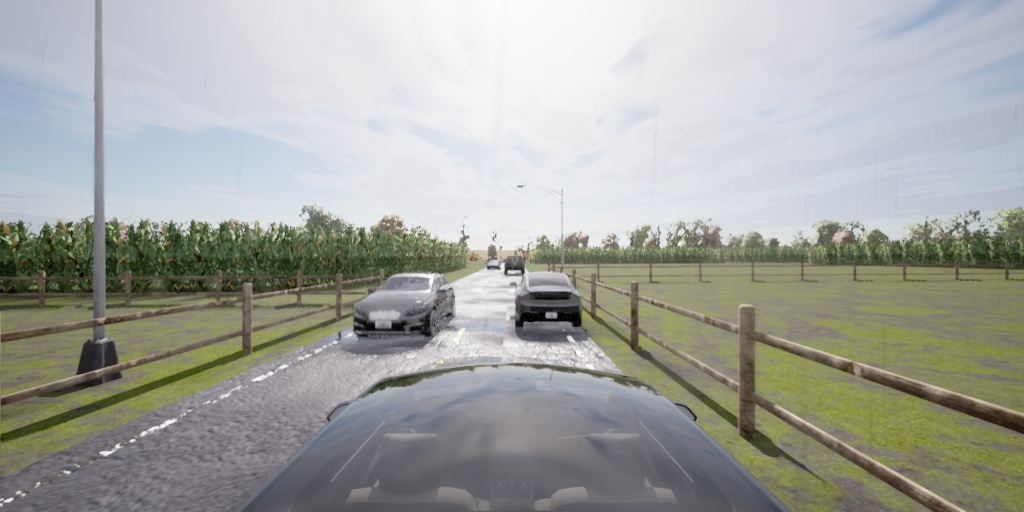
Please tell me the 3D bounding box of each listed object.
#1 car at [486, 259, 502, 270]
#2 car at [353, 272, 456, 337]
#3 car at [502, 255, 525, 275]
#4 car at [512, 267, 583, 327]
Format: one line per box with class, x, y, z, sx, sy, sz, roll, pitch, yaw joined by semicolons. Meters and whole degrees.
car;-2.598;1.264;51.184;2.033;1.411;5.357;0;0;0
car;-2.808;1.240;10.314;2.128;1.511;4.902;0;0;0
car;0.272;0.952;39.576;2.150;2.045;5.566;0;0;0
car;1.010;1.254;11.475;1.837;1.490;4.892;0;0;0
